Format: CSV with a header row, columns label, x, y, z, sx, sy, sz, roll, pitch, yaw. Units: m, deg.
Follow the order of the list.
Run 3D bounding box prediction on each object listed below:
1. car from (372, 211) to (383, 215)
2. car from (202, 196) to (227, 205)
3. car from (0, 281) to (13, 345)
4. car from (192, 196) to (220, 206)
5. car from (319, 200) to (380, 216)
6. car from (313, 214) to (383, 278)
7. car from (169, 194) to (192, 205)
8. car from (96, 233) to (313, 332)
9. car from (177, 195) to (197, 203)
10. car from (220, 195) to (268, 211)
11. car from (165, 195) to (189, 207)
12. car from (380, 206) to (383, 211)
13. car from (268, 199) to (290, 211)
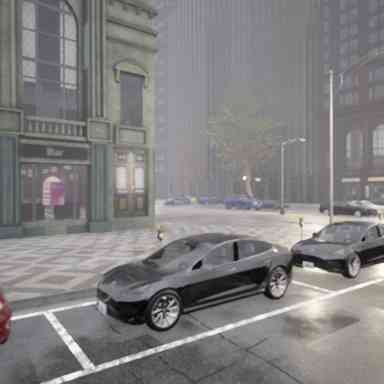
label,x,y,z,sx,sy,sz,roll,pitch,yaw
car,9.451,1.560,13.384,4.403,1.369,2.008,0,0,-35
car,4.245,1.611,63.153,1.882,1.535,5.008,0,0,-35
car,-4.319,1.581,3.569,4.206,1.307,1.802,0,0,-35
car,2.597,1.620,59.887,1.882,1.535,5.008,0,0,-35
car,14.640,1.564,31.660,1.882,1.535,5.008,0,0,-37
car,4.861,1.571,10.112,4.313,1.339,1.947,0,0,-35
car,-2.396,1.391,61.203,2.150,2.045,5.566,0,0,-35
car,0.271,1.568,6.841,4.313,1.339,1.947,0,0,-35
car,-1.120,1.489,70.599,1.882,1.535,5.008,0,0,-36
car,6.580,1.348,42.926,2.150,2.045,5.566,0,0,-36
car,-2.943,1.697,56.330,1.812,1.442,4.674,0,0,-35
car,17.284,1.598,33.555,1.812,1.442,4.674,0,0,-33
car,10.170,1.653,43.495,2.033,1.411,5.357,0,0,-36
